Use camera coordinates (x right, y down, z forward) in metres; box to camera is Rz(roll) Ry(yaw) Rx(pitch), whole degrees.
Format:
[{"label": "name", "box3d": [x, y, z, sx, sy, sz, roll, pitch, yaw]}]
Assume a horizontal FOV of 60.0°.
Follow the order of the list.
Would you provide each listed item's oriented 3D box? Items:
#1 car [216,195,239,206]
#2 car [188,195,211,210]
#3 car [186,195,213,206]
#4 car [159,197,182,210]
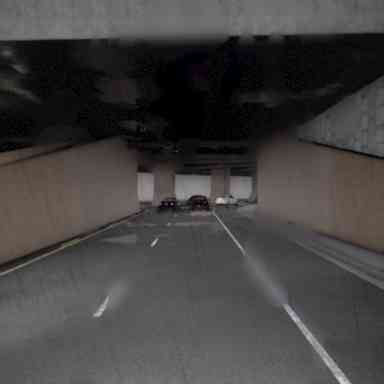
[{"label": "car", "box3d": [5.282, 1.230, 49.553, 1.812, 1.442, 4.674, 0, 0, 34]}, {"label": "car", "box3d": [1.103, 1.264, 38.013, 2.128, 1.511, 4.902, 0, 0, 8]}, {"label": "car", "box3d": [1.203, 1.205, 49.555, 1.837, 1.490, 4.892, 0, 0, 30]}, {"label": "car", "box3d": [-2.441, 1.318, 37.978, 2.033, 1.411, 5.357, 0, 0, 7]}]
